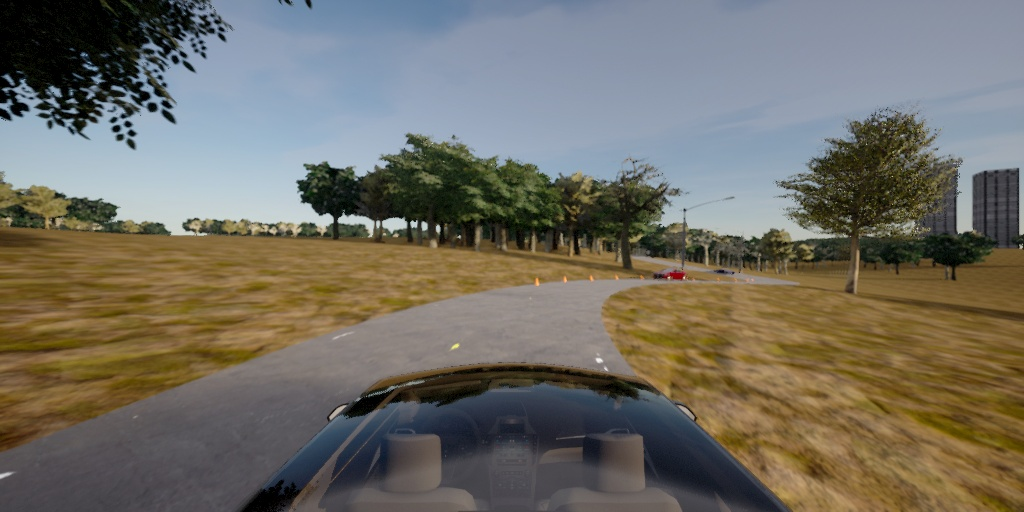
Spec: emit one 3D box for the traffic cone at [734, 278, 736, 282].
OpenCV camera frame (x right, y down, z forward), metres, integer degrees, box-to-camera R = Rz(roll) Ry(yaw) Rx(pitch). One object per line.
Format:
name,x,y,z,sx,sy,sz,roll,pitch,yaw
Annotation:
traffic cone,32.791,3.481,52.616,0.340,0.580,0.340,0,0,-35

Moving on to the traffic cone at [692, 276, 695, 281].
traffic cone,24.372,3.008,48.170,0.340,0.580,0.340,0,0,-26

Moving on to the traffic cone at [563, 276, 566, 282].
traffic cone,4.593,1.975,31.140,0.340,0.580,0.340,0,0,34

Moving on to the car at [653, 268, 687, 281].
car,18.439,2.134,41.817,5.008,1.535,1.882,3,-2,-35

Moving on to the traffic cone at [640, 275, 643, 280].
traffic cone,15.411,2.518,42.624,0.340,0.580,0.340,0,0,-38

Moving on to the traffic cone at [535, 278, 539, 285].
traffic cone,1.847,1.880,26.630,0.340,0.580,0.340,0,0,28

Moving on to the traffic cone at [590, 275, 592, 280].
traffic cone,7.792,2.113,35.339,0.340,0.580,0.340,0,0,40

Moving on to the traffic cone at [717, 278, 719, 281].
traffic cone,28.856,3.246,50.228,0.340,0.580,0.340,0,0,-27

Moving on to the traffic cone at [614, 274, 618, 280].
traffic cone,11.412,2.294,39.180,0.340,0.580,0.340,0,0,-44
